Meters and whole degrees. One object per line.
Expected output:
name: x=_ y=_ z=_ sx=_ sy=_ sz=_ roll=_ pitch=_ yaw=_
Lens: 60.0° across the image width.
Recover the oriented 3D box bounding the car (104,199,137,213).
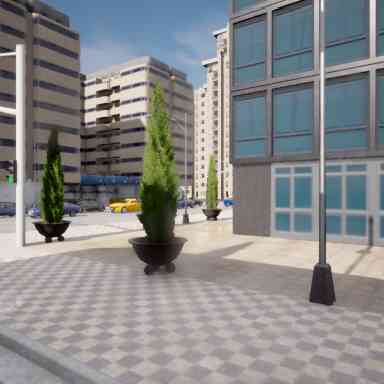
car: x=-7.143 y=1.533 z=37.756 sx=1.882 sy=1.535 sz=5.008 roll=0 pitch=0 yaw=35

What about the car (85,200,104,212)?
car: x=-11.786 y=1.619 z=37.254 sx=1.994 sy=1.385 sz=4.181 roll=0 pitch=0 yaw=35

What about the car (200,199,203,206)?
car: x=-0.008 y=1.581 z=53.809 sx=1.812 sy=1.442 sz=4.674 roll=0 pitch=0 yaw=36

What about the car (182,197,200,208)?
car: x=-1.365 y=1.581 z=45.885 sx=1.812 sy=1.442 sz=4.674 roll=0 pitch=0 yaw=35

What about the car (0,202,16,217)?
car: x=-17.121 y=1.603 z=29.725 sx=2.033 sy=1.411 sz=5.357 roll=0 pitch=0 yaw=35

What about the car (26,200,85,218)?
car: x=-12.465 y=1.581 z=30.207 sx=1.812 sy=1.442 sz=4.674 roll=0 pitch=0 yaw=35

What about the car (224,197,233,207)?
car: x=6.702 y=1.533 z=50.910 sx=1.882 sy=1.535 sz=5.008 roll=0 pitch=0 yaw=35
